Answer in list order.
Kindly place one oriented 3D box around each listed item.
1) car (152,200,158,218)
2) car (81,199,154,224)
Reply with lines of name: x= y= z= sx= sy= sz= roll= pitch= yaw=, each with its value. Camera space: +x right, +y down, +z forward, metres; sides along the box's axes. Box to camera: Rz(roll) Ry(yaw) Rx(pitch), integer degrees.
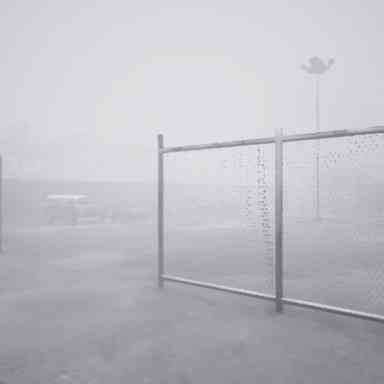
car: x=-3.432 y=1.457 z=29.725 sx=3.633 sy=1.501 sz=1.845 roll=0 pitch=0 yaw=36
car: x=-5.818 y=1.518 z=25.679 sx=5.357 sy=1.415 sz=2.033 roll=0 pitch=0 yaw=36
